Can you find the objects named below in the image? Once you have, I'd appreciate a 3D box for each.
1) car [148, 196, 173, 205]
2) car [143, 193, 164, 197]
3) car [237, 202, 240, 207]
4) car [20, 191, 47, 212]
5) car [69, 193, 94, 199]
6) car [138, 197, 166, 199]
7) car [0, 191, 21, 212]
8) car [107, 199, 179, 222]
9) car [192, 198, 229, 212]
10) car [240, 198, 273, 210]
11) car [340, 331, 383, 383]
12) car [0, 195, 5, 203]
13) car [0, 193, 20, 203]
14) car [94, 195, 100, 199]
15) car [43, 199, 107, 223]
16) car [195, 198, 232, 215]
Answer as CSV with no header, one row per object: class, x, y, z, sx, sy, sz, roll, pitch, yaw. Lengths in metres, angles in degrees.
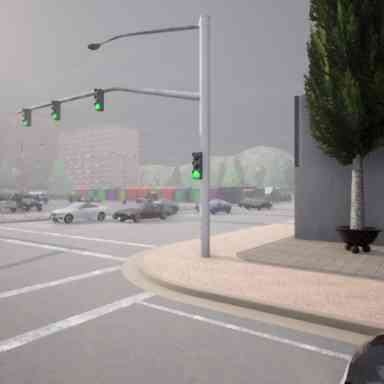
car,-5.239,1.380,54.882,3.806,1.475,1.970,0,0,35
car,-6.917,1.141,52.523,3.866,1.878,1.905,0,0,35
car,8.652,1.539,48.696,2.033,1.411,5.357,0,0,37
car,-18.205,1.141,36.471,3.866,1.878,1.905,0,0,35
car,-21.242,1.131,62.611,4.605,1.855,1.932,0,0,35
car,-3.160,1.517,32.890,1.812,1.442,4.674,0,0,37
car,-19.919,1.138,34.138,4.605,1.855,1.932,0,0,35
car,-3.707,1.540,26.283,2.033,1.411,5.357,0,0,36
car,2.316,1.483,40.252,2.128,1.511,4.902,0,0,37
car,8.730,1.540,42.988,2.033,1.411,5.357,0,0,37
car,3.359,1.492,1.570,4.902,1.511,2.128,0,0,36
car,-38.254,1.335,64.542,3.905,1.438,1.784,0,0,35
car,-36.747,1.125,66.763,4.605,1.855,1.932,0,0,35
car,-19.519,1.342,64.940,3.905,1.438,1.784,0,0,35
car,-8.546,1.517,25.547,1.812,1.442,4.674,0,0,38
car,2.436,1.518,34.547,1.812,1.442,4.674,0,0,37
